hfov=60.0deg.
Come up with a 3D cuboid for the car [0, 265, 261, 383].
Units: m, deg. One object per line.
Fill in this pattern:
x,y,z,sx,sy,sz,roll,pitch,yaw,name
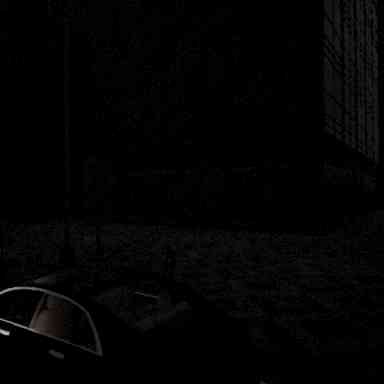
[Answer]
-1.390,1.582,3.953,4.403,1.369,2.008,-1,0,35,car
